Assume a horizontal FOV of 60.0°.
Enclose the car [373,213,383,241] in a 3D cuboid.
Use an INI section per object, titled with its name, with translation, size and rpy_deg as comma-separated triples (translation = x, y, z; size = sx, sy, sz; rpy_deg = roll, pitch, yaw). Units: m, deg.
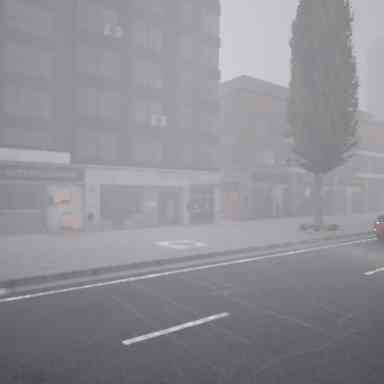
[car]
translation = 10.932, 1.298, 15.926
size = 5.566, 2.045, 2.150
rpy_deg = 0, 0, -37
